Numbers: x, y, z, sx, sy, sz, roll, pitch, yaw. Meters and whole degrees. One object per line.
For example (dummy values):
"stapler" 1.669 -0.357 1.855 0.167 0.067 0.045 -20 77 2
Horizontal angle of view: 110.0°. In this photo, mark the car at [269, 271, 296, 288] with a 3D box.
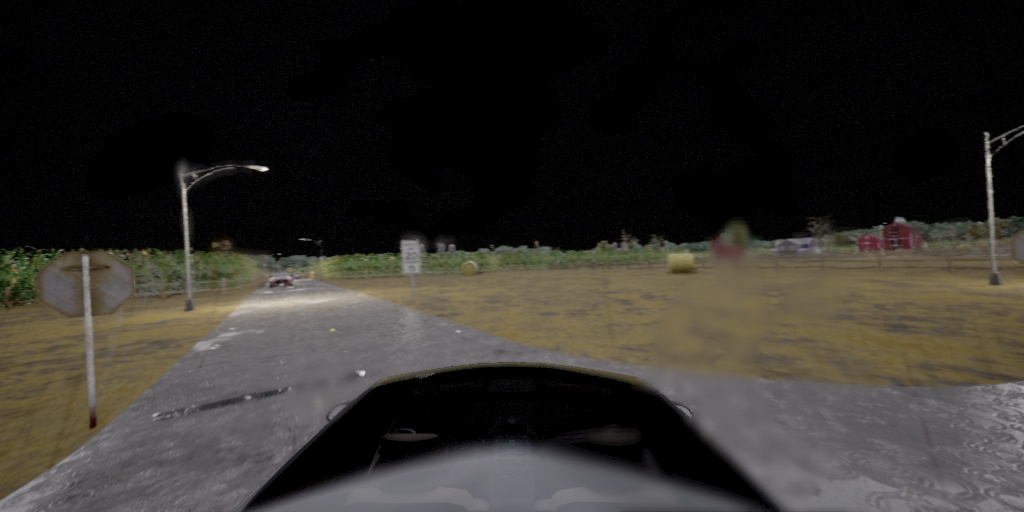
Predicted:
"car" -25.538 2.512 39.670 2.097 1.767 4.553 -3 0 -33
